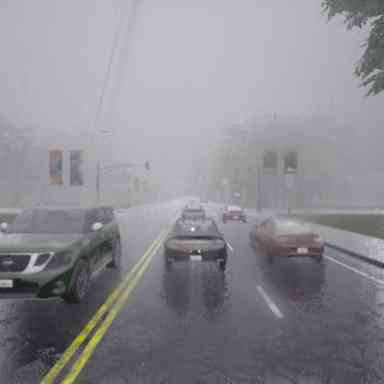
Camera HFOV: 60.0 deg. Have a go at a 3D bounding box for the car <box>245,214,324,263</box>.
[{"bbox_3d":[3.354,1.641,12.395,1.812,1.442,4.674,0,-1,0],"label":"car"}]

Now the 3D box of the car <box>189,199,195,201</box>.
[{"bbox_3d":[0.054,2.591,92.711,1.882,1.535,5.008,0,-1,0],"label":"car"}]

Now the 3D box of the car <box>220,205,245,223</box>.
[{"bbox_3d":[3.366,1.795,27.857,1.812,1.442,4.674,0,-1,0],"label":"car"}]

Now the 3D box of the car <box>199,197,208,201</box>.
[{"bbox_3d":[3.304,2.316,92.362,2.150,2.045,5.566,0,-1,0],"label":"car"}]

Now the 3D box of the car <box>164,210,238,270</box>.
[{"bbox_3d":[0.106,1.598,11.447,2.128,1.511,4.902,0,0,0],"label":"car"}]

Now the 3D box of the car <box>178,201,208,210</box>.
[{"bbox_3d":[0.115,1.754,27.213,2.128,1.511,4.902,0,-1,0],"label":"car"}]

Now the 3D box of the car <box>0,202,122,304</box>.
[{"bbox_3d":[-3.346,1.303,8.707,2.150,2.045,5.566,0,-1,0],"label":"car"}]
